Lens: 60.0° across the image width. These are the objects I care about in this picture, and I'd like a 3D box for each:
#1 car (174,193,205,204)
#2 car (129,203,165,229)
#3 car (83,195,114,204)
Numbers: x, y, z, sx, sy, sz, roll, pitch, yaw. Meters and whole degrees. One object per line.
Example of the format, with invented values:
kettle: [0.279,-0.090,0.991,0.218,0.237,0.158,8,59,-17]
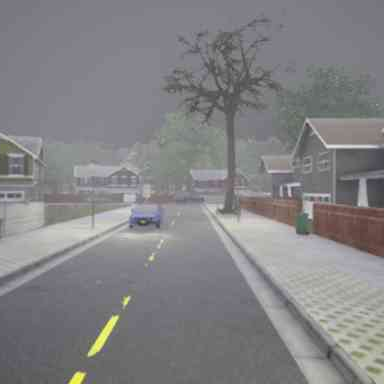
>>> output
car: [-0.483,1.150,59.715,5.566,2.045,2.150,1,0,-20]
car: [-2.845,1.464,21.794,1.882,1.535,5.008,0,0,0]
car: [-15.308,1.297,54.320,4.902,1.511,2.128,2,0,-20]
